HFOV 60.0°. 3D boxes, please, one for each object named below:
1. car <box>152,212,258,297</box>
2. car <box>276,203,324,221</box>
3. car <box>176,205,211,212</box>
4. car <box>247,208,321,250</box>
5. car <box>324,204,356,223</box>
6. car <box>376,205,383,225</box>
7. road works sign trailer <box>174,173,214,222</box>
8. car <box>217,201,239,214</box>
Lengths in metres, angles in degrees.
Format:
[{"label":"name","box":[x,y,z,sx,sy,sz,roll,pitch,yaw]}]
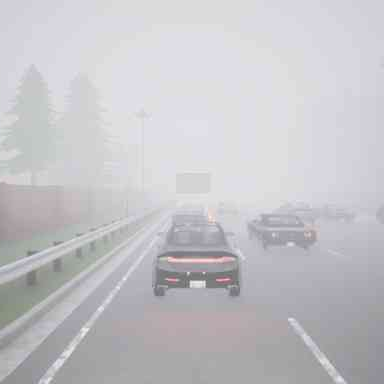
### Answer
[{"label":"car","box":[0.106,1.492,8.571,2.128,1.511,4.902,0,0,0]},{"label":"car","box":[7.115,1.488,23.433,2.128,1.511,4.902,0,0,0]},{"label":"car","box":[0.014,1.474,19.018,1.882,1.535,5.008,0,0,6]},{"label":"car","box":[3.610,1.601,14.362,1.895,1.301,4.718,0,0,0]},{"label":"car","box":[10.617,1.601,25.691,1.895,1.301,4.718,0,0,0]},{"label":"car","box":[14.112,1.223,21.174,2.150,2.045,5.566,0,0,0]},{"label":"road works sign trailer","box":[0.078,0.464,22.937,2.380,3.560,2.880,0,0,-1]},{"label":"car","box":[3.622,1.600,34.522,1.895,1.301,4.718,0,0,0]}]
